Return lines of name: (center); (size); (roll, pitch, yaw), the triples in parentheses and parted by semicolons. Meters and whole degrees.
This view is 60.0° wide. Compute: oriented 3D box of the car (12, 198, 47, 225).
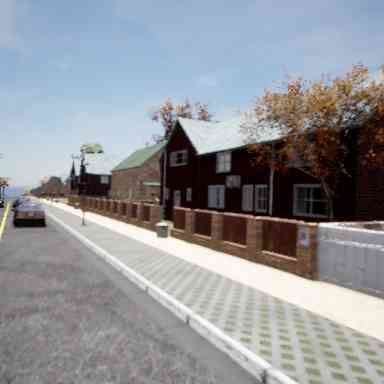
car: (-10.791, 1.372, 22.094); (2.033, 1.411, 5.357); (2, 0, -28)

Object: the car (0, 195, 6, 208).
car: (-23.614, 1.084, 40.091); (1.837, 1.490, 4.892); (2, 0, -28)
